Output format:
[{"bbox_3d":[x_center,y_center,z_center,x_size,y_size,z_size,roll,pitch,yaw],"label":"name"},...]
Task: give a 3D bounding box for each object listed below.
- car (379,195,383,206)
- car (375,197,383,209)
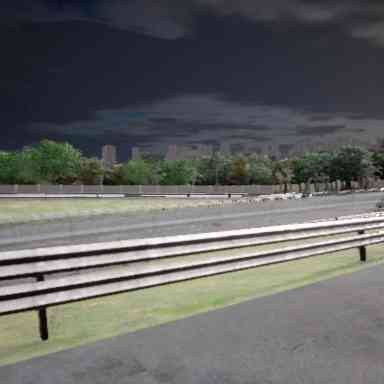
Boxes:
[{"bbox_3d":[36.039,1.414,59.720,4.553,1.767,2.097,-3,2,-29],"label":"car"},{"bbox_3d":[31.574,1.889,53.178,5.357,1.411,2.033,-3,2,-29],"label":"car"}]
